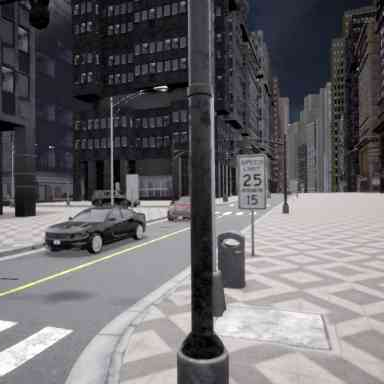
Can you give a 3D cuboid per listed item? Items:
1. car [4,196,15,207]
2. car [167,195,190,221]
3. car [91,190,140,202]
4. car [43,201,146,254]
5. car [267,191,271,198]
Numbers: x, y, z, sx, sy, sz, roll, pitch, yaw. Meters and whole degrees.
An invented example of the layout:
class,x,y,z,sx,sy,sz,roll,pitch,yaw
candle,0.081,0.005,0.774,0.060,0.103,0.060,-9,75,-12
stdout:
class,x,y,z,sx,sy,sz,roll,pitch,yaw
car,-22.481,1.230,41.732,4.892,1.490,1.837,-1,-1,19
car,-0.110,1.029,23.289,2.097,1.767,4.553,-1,1,17
car,-8.497,0.808,36.938,5.566,2.045,2.150,-1,0,21
car,-3.594,1.329,13.196,1.882,1.535,5.008,-1,1,19
car,14.783,0.461,66.771,1.837,1.490,4.892,-1,1,19
